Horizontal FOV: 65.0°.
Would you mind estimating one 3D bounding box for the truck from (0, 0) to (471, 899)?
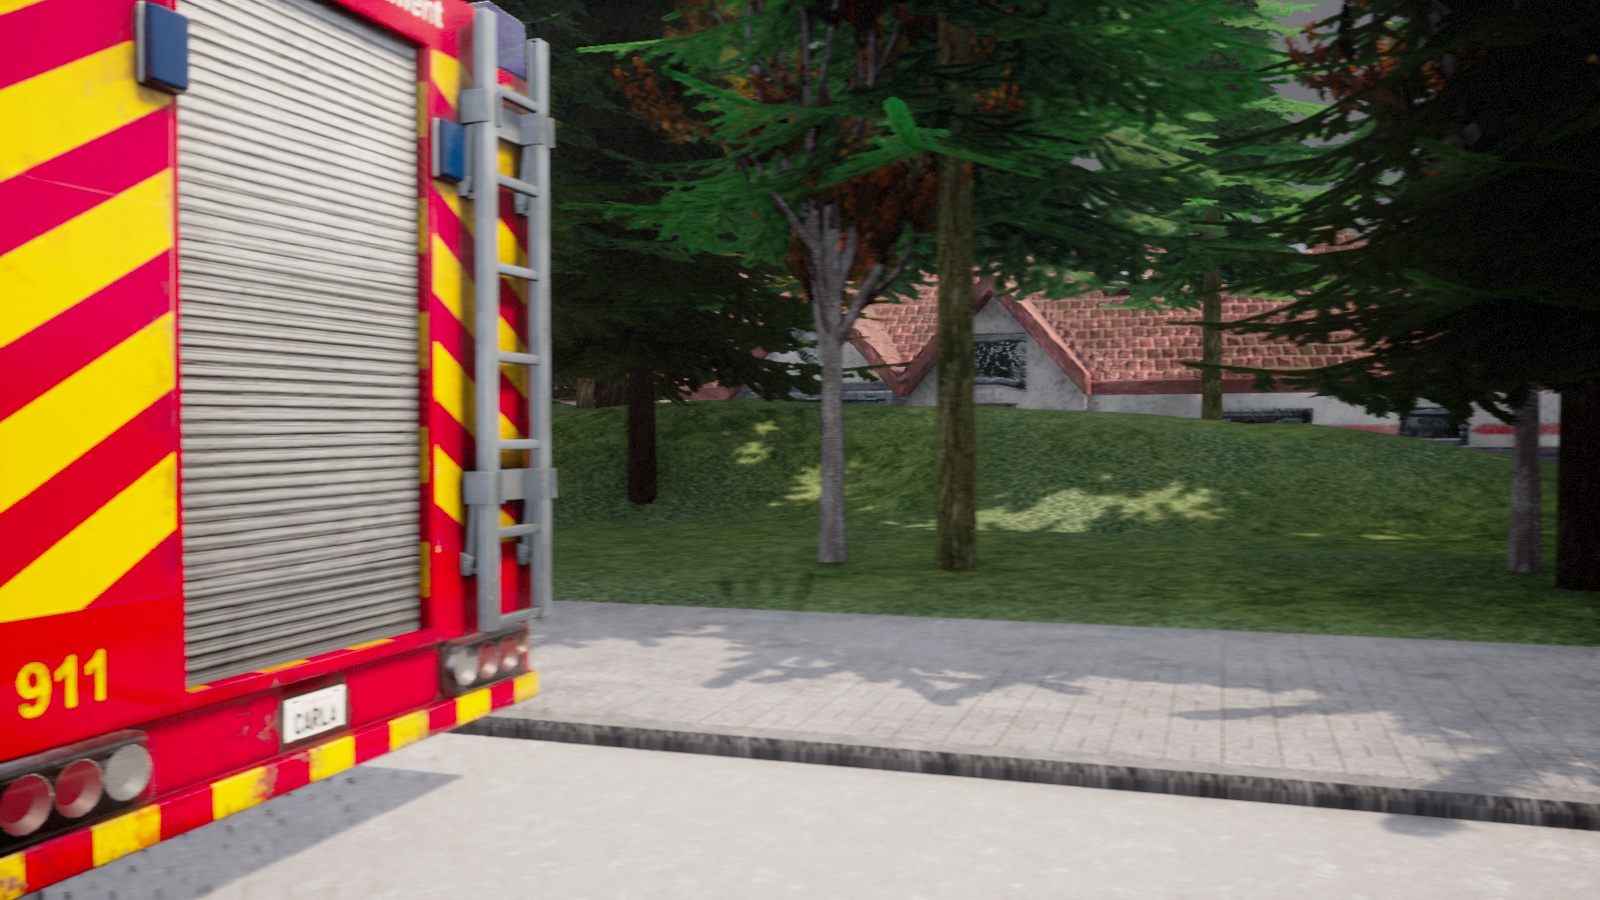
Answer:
[{"bbox_3d":[-5.976,-0.452,5.716,8.468,3.827,2.891,1,1,19],"label":"truck"}]
